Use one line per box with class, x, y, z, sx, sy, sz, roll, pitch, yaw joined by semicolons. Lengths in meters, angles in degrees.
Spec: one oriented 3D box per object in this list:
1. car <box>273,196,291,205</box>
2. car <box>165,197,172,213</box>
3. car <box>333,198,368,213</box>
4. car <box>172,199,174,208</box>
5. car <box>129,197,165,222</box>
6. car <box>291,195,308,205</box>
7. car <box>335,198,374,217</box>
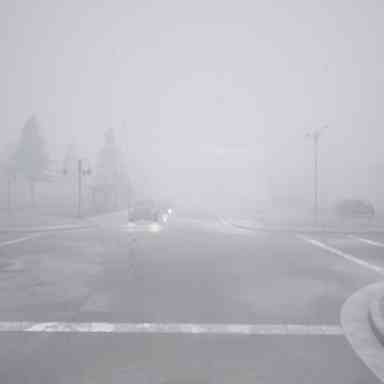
car;14.241;1.347;54.635;2.007;1.523;4.514;0;0;0
car;-3.568;1.483;36.623;1.882;1.535;5.008;0;0;0
car;17.034;1.389;35.991;1.970;1.475;3.806;0;0;0
car;-3.554;1.498;46.908;2.128;1.511;4.902;0;0;0
car;-3.578;1.355;26.047;2.097;1.767;4.553;0;0;0
car;17.378;1.338;54.654;2.152;1.636;5.027;0;0;0
car;13.975;1.378;28.602;1.845;1.501;3.633;0;0;0
